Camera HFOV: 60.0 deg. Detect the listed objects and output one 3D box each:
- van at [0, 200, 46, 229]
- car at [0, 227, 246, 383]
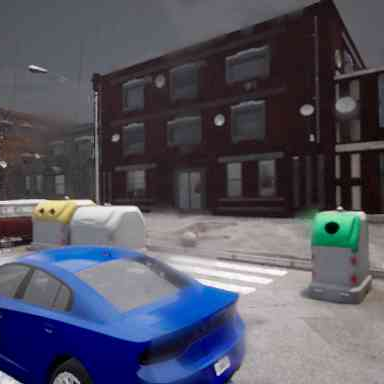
[{"bbox_3d":[-8.124,1.361,14.842,1.878,1.987,4.442,0,0,35],"label":"van"},{"bbox_3d":[-1.728,1.509,4.598,5.008,1.535,1.882,-1,0,35],"label":"car"}]
